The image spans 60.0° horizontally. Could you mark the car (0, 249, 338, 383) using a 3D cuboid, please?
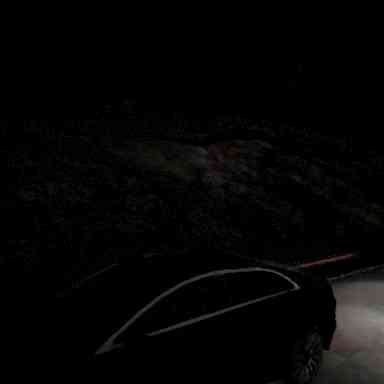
[{"bbox_3d":[-0.334,1.492,3.750,4.902,1.511,2.128,0,0,-35],"label":"car"}]
